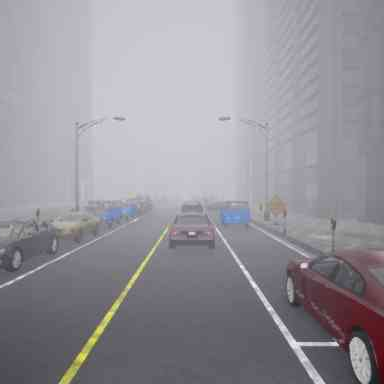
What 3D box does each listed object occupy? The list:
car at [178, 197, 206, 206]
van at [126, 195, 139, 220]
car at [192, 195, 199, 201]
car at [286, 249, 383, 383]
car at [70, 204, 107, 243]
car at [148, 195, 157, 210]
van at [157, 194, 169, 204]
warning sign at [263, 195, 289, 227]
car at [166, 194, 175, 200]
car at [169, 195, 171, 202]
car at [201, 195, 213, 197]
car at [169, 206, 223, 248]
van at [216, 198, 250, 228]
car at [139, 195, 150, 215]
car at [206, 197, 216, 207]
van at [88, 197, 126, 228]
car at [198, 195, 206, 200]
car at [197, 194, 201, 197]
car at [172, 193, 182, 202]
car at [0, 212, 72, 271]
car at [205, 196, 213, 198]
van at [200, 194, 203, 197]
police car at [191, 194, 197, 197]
[{"bbox_3d":[0.000,1.483,29.651,1.882,1.535,5.008,0,0,0],"label":"car"},{"bbox_3d":[-5.766,1.338,27.652,1.690,1.788,3.998,0,0,0],"label":"van"},{"bbox_3d":[0.849,1.521,90.158,1.837,1.490,4.892,1,0,0],"label":"car"},{"bbox_3d":[2.759,1.543,5.094,1.887,1.381,4.507,0,0,0],"label":"car"},{"bbox_3d":[-5.766,1.523,16.200,1.752,1.417,4.829,0,0,0],"label":"car"},{"bbox_3d":[-5.766,1.311,38.934,2.192,1.841,5.009,0,0,0],"label":"car"},{"bbox_3d":[-5.766,1.333,61.498,1.690,1.788,3.998,0,0,0],"label":"van"},{"bbox_3d":[5.071,1.113,20.154,1.300,1.860,1.060,0,0,0],"label":"warning sign"},{"bbox_3d":[-5.765,1.424,89.702,1.967,1.590,4.097,0,0,0],"label":"car"},{"bbox_3d":[-5.765,1.536,67.139,1.887,1.381,4.507,0,0,0],"label":"car"},{"bbox_3d":[2.760,1.560,50.219,1.947,1.339,4.313,0,0,0],"label":"car"},{"bbox_3d":[0.000,1.562,14.651,2.033,1.411,5.357,0,0,0],"label":"car"},{"bbox_3d":[2.759,1.339,22.016,1.690,1.788,3.998,0,0,0],"label":"van"},{"bbox_3d":[-5.766,1.436,33.293,1.967,1.590,4.097,0,0,0],"label":"car"},{"bbox_3d":[2.760,1.578,38.938,1.802,1.307,4.206,0,0,0],"label":"car"},{"bbox_3d":[-5.767,1.338,22.011,1.690,1.788,3.998,0,0,0],"label":"van"},{"bbox_3d":[2.760,1.535,89.704,2.008,1.369,4.403,0,0,0],"label":"car"},{"bbox_3d":[2.760,1.533,78.423,1.887,1.381,4.507,0,0,0],"label":"car"},{"bbox_3d":[-3.000,1.449,75.955,1.837,1.490,4.892,0,0,0],"label":"car"},{"bbox_3d":[-5.766,1.549,10.730,2.008,1.369,4.403,0,0,0],"label":"car"},{"bbox_3d":[2.760,1.577,44.579,1.802,1.307,4.206,0,0,0],"label":"car"},{"bbox_3d":[2.759,1.335,55.860,1.690,1.788,3.998,0,0,0],"label":"van"},{"bbox_3d":[0.888,1.416,80.268,1.930,1.638,5.238,0,0,0],"label":"police car"}]
